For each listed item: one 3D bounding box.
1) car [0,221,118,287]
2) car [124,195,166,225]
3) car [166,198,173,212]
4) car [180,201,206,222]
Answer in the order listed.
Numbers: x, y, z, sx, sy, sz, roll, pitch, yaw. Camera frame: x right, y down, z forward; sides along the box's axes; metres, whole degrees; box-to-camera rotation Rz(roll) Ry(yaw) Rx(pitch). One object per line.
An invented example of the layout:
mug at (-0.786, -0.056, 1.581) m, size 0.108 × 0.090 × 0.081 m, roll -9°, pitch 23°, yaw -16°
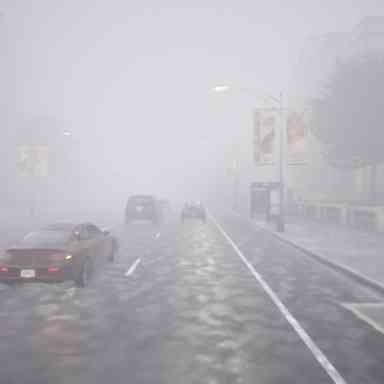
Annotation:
car at (-3.387, 1.522, 9.201) m, size 1.812 × 1.442 × 4.674 m, roll 0°, pitch 0°, yaw 0°
car at (-3.400, 1.212, 24.045) m, size 2.150 × 2.045 × 5.566 m, roll 0°, pitch 0°, yaw 0°
car at (-3.407, 1.488, 39.392) m, size 1.837 × 1.490 × 4.892 m, roll 0°, pitch 0°, yaw 0°
car at (0.096, 1.481, 26.231) m, size 2.128 × 1.511 × 4.902 m, roll 0°, pitch 0°, yaw 0°
